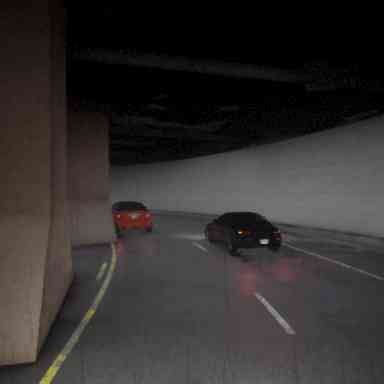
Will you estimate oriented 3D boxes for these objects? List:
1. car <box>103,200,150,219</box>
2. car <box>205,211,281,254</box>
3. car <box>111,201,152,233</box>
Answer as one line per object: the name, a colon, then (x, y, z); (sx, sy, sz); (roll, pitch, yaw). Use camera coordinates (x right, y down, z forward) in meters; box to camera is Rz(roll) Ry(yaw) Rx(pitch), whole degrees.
car: (-6.026, 1.518, 30.147); (2.033, 1.411, 5.357); (0, 0, -38)
car: (1.913, 1.492, 13.393); (1.812, 1.442, 4.674); (0, 0, -13)
car: (-3.906, 1.333, 19.659); (2.097, 1.767, 4.553); (0, 0, -23)
